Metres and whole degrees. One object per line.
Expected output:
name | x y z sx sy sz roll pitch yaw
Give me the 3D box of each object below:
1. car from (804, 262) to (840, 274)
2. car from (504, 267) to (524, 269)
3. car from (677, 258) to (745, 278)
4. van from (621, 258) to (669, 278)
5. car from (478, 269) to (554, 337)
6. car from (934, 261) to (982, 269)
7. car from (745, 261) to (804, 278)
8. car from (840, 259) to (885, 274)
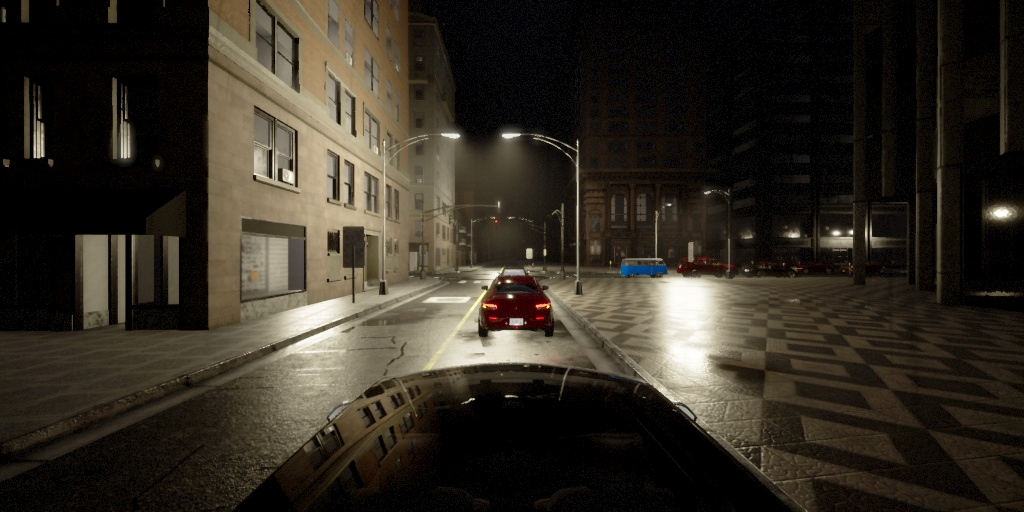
car | 34.199 1.330 40.821 4.207 1.307 1.802 0 0 -1
car | 0.110 1.302 20.020 1.994 1.385 4.181 0 0 0
car | 17.383 1.078 32.046 5.009 1.841 2.192 0 0 -1
van | 11.742 1.105 31.962 3.998 1.789 1.690 0 0 -1
car | 0.095 1.271 10.148 1.812 1.442 4.674 0 0 0
car | 39.940 1.190 32.379 4.097 1.591 1.967 0 0 -1
car | 23.022 1.325 32.129 4.313 1.339 1.948 0 0 -1
car | 39.838 1.185 40.904 4.097 1.591 1.967 0 0 -1
